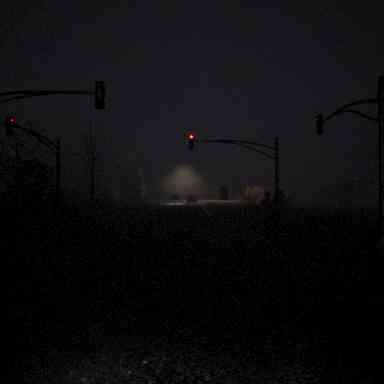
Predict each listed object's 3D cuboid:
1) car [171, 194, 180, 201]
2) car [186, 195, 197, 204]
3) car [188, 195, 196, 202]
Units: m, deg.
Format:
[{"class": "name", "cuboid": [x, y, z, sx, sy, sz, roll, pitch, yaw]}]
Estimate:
[{"class": "car", "cuboid": [-3.568, 1.194, 72.230, 1.837, 1.490, 4.892, 0, 0, 0]}, {"class": "car", "cuboid": [-0.064, 1.423, 68.028, 2.097, 1.767, 4.553, 0, 0, 0]}, {"class": "car", "cuboid": [-0.074, 1.425, 78.064, 1.837, 1.490, 4.892, 0, 0, 0]}]
